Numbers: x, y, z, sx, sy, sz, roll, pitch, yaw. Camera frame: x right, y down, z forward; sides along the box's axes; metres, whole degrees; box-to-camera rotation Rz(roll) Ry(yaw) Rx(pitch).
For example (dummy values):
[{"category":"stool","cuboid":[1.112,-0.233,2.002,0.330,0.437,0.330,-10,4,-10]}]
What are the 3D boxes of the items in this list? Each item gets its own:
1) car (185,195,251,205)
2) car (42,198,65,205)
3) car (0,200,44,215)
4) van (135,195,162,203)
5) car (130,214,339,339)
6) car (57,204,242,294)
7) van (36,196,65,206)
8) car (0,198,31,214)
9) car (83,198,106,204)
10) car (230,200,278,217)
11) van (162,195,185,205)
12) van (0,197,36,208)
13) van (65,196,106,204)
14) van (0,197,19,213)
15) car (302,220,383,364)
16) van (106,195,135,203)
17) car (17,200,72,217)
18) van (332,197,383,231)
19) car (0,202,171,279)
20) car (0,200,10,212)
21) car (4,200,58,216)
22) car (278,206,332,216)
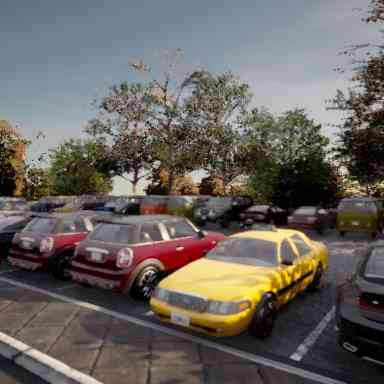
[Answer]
[{"category":"car","cuboid":[2.326,1.244,22.599,2.435,2.045,5.566,0,0,36]},{"category":"car","cuboid":[-11.161,1.598,32.060,1.946,1.575,5.366,-1,-1,36]},{"category":"car","cuboid":[-20.169,1.774,38.729,2.097,1.535,5.008,-1,-1,36]},{"category":"van","cuboid":[-1.994,1.266,25.869,1.878,1.987,4.442,0,0,36]},{"category":"car","cuboid":[1.388,1.498,6.992,1.946,1.575,5.366,0,0,36]},{"category":"car","cuboid":[-0.780,1.374,8.733,2.185,1.767,4.553,0,0,36]},{"category":"van","cuboid":[-13.242,1.418,33.921,1.878,1.987,4.442,-1,-1,36]},{"category":"car","cuboid":[-22.337,1.690,40.248,2.185,1.767,4.553,-1,-1,36]},{"category":"car","cuboid":[-6.548,1.515,28.992,2.097,1.535,5.008,-1,-1,36]},{"category":"car","cuboid":[4.693,1.497,20.933,2.097,1.535,5.008,0,0,36]},{"category":"van","cuboid":[0.157,1.267,24.330,1.878,1.987,4.442,0,0,36]},{"category":"van","cuboid":[-9.859,1.267,15.127,1.878,1.987,4.442,0,0,36]},{"category":"van","cuboid":[-8.874,1.332,30.507,1.878,1.987,4.442,-1,-1,36]},{"category":"van","cuboid":[-24.504,1.632,41.981,1.878,1.987,4.442,-1,-1,36]},{"category":"car","cuboid":[3.750,1.504,5.522,2.231,1.521,4.892,0,0,36]},{"category":"van","cuboid":[-4.490,1.264,27.369,1.878,1.987,4.442,-1,0,36]},{"category":"car","cuboid":[-15.563,1.688,35.431,2.231,1.521,4.892,-1,-1,36]},{"category":"van","cuboid":[9.168,1.274,17.880,1.878,1.987,4.442,0,0,36]},{"category":"car","cuboid":[-3.037,1.372,10.349,2.185,1.767,4.553,0,0,36]},{"category":"car","cuboid":[-26.826,1.902,43.491,2.231,1.521,4.892,-1,-1,36]},{"category":"car","cuboid":[-17.815,1.729,37.043,2.097,1.535,5.008,-1,-1,36]},{"category":"car","cuboid":[6.948,1.538,19.323,2.002,1.452,4.674,0,0,36]}]
